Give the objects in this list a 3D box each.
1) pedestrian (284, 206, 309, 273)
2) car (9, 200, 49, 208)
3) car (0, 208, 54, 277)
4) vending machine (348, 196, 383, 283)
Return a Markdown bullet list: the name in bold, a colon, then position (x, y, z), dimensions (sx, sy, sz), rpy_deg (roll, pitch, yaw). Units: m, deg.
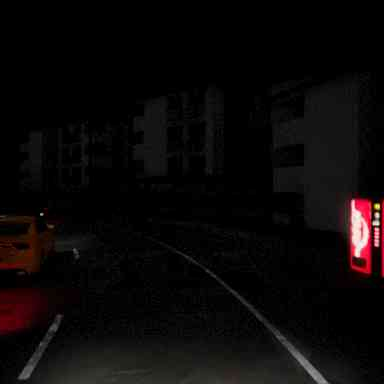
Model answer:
- **pedestrian**: position (2.845, 1.268, 9.055), dimensions (0.375, 1.860, 0.375), rpy_deg (0, 0, -14)
- **car**: position (-13.282, 1.433, 26.990), dimensions (4.892, 1.490, 1.837), rpy_deg (1, 1, 42)
- **car**: position (-5.282, 1.450, 9.881), dimensions (1.882, 1.535, 5.008), rpy_deg (0, 0, -18)
- **vending machine**: position (4.858, 1.170, 8.703), dimensions (1.100, 2.100, 0.880), rpy_deg (0, 0, -13)
